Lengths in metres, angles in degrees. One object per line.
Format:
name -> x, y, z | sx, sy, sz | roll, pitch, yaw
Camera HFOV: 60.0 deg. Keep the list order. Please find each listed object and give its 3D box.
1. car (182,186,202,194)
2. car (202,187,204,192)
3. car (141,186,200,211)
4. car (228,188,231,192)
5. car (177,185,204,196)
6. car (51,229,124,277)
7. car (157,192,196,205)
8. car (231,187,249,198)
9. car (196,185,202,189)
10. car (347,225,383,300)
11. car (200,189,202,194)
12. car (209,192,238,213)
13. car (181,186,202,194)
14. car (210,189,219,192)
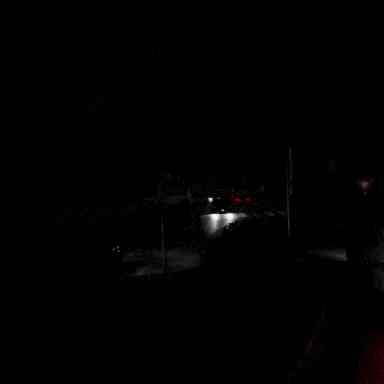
car -> 0.009, -0.508, 85.348 | 4.553, 1.767, 2.185 | -3, 1, -17
car -> -0.846, -0.152, 67.379 | 5.566, 2.045, 2.435 | -3, 1, -17
car -> -2.498, 0.799, 34.361 | 5.566, 2.045, 2.435 | -3, 2, -17
car -> 8.612, -0.257, 68.776 | 1.837, 1.490, 4.892 | -2, 1, 3
car -> -0.402, -0.398, 76.381 | 5.566, 2.045, 2.435 | -4, 1, -17
car -> -4.572, 1.791, 9.894 | 5.008, 1.535, 1.882 | -3, 2, -25
car -> -2.051, 0.828, 43.389 | 4.674, 1.452, 2.002 | -3, 1, -17
car -> 7.984, -0.005, 54.415 | 2.097, 1.767, 4.553 | -2, 2, 3
car -> -1.287, 0.227, 58.381 | 4.553, 1.767, 2.185 | -3, 2, -17
car -> 4.950, 1.492, 7.931 | 1.812, 1.442, 4.674 | -1, 1, 21
car -> -2.011, 0.861, 40.442 | 5.366, 1.575, 1.946 | -3, 1, -17
car -> 2.637, 1.045, 30.069 | 2.033, 1.411, 5.357 | -2, 2, 2
car -> -0.140, -0.429, 82.351 | 4.553, 1.767, 2.185 | -3, 1, -17
car -> 4.045, 0.215, 58.714 | 2.033, 1.411, 5.357 | -2, 2, 3
